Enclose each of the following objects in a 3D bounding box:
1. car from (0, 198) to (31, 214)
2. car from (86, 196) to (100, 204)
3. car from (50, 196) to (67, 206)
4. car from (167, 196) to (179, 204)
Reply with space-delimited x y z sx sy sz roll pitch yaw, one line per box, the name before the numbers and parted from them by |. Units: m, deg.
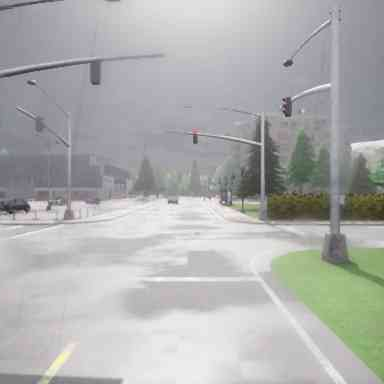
car | -17.703 1.337 32.656 2.007 1.523 4.514 0 0 0
car | -17.456 1.372 58.689 1.845 1.501 3.633 0 0 0
car | -20.509 1.382 51.298 1.970 1.475 3.806 0 0 0
car | -3.500 1.511 61.980 1.882 1.535 5.008 0 0 0
